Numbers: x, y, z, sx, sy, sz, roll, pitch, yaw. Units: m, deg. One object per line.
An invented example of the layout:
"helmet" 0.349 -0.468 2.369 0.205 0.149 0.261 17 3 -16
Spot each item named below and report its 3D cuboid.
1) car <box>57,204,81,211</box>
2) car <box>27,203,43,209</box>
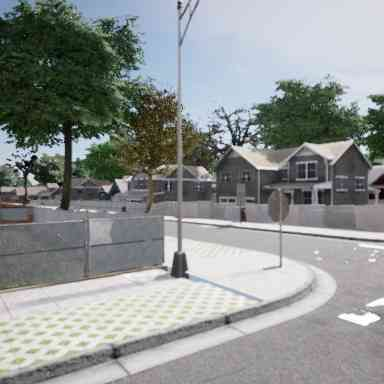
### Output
"car" -14.569 2.160 39.295 2.128 1.511 4.902 0 -1 -36
"car" -26.250 2.486 55.339 1.812 1.442 4.674 0 -1 -36
